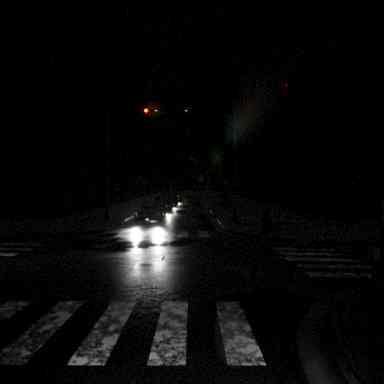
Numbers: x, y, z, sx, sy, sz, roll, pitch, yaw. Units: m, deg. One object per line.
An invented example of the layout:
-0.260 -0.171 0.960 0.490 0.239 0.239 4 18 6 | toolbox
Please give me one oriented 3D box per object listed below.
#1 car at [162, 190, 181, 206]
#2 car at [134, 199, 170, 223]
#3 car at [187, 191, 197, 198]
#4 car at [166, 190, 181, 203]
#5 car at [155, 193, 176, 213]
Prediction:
-2.913 0.730 42.854 2.150 2.045 5.566 0 1 0 | car
-2.889 1.425 23.630 1.895 1.301 4.718 0 1 0 | car
-0.009 0.425 68.186 1.882 1.535 5.008 0 1 0 | car
-2.891 0.665 52.707 2.097 1.767 4.553 0 1 0 | car
-2.904 1.182 33.000 1.837 1.490 4.892 0 1 0 | car
